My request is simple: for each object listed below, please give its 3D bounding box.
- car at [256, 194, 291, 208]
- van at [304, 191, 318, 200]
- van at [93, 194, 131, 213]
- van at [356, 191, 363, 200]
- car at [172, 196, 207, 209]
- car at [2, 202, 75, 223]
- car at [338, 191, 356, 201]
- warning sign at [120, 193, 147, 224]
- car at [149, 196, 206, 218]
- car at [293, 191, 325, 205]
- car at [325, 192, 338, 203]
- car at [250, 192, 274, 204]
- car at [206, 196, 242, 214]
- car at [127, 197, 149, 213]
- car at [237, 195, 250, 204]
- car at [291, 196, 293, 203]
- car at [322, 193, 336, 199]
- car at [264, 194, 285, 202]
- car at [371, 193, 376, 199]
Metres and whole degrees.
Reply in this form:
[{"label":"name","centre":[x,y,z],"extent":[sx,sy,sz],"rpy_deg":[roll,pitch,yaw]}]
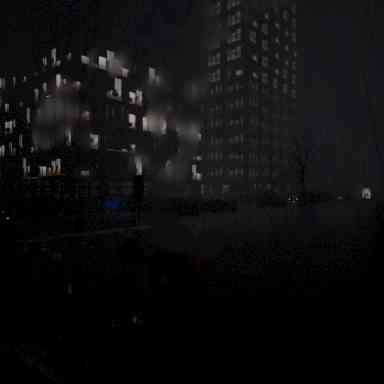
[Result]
[{"label":"car","centre":[9.840,1.244,40.165],"extent":[1.802,1.307,4.206],"rpy_deg":[1,1,40]},{"label":"van","centre":[25.639,0.695,71.578],"extent":[1.690,1.788,3.998],"rpy_deg":[1,1,40]},{"label":"van","centre":[-7.692,1.107,32.716],"extent":[1.690,1.788,3.998],"rpy_deg":[1,1,40]},{"label":"van","centre":[35.694,0.683,70.449],"extent":[1.690,1.788,3.998],"rpy_deg":[1,1,40]},{"label":"car","centre":[-0.221,1.219,41.300],"extent":[1.887,1.381,4.507],"rpy_deg":[1,1,40]},{"label":"car","centre":[-11.201,1.447,24.444],"extent":[1.895,1.301,4.718],"rpy_deg":[0,1,38]},{"label":"car","centre":[28.417,0.957,61.927],"extent":[1.752,1.417,4.829],"rpy_deg":[1,1,40]},{"label":"warning sign","centre":[-3.643,0.977,20.726],"extent":[1.300,1.860,1.060],"rpy_deg":[0,0,40]},{"label":"car","centre":[-1.146,1.241,27.104],"extent":[1.967,1.590,4.097],"rpy_deg":[1,1,40]},{"label":"car","centre":[17.228,0.885,48.815],"extent":[2.192,1.841,5.009],"rpy_deg":[1,1,40]},{"label":"car","centre":[20.921,0.840,53.141],"extent":[2.192,1.841,5.009],"rpy_deg":[1,1,40]},{"label":"car","centre":[10.360,1.111,44.853],"extent":[2.128,1.511,4.902],"rpy_deg":[0,1,41]},{"label":"car","centre":[2.504,1.320,31.469],"extent":[1.947,1.339,4.313],"rpy_deg":[1,1,40]},{"label":"car","centre":[-3.897,1.318,32.996],"extent":[1.994,1.385,4.181],"rpy_deg":[0,1,41]},{"label":"car","centre":[7.171,1.148,49.947],"extent":[1.947,1.339,4.313],"rpy_deg":[1,1,40]},{"label":"car","centre":[17.043,1.137,52.757],"extent":[1.895,1.301,4.718],"rpy_deg":[0,1,40]},{"label":"car","centre":[33.025,0.829,80.236],"extent":[1.947,1.339,4.313],"rpy_deg":[1,1,40]},{"label":"car","centre":[14.558,1.057,58.601],"extent":[1.947,1.339,4.313],"rpy_deg":[1,1,40]},{"label":"car","centre":[39.386,0.848,74.779],"extent":[2.008,1.369,4.403],"rpy_deg":[1,1,40]}]
